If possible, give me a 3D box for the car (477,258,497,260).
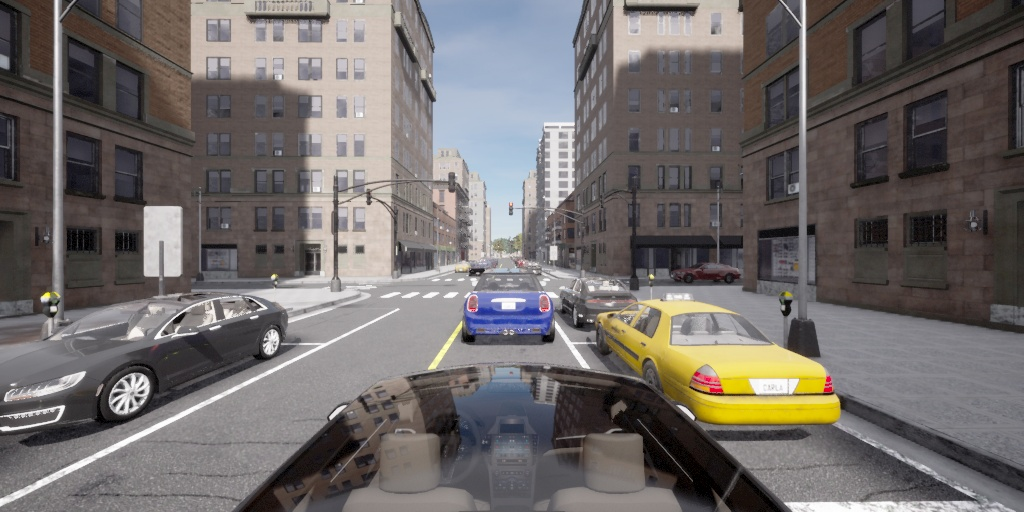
[{"bbox_3d":[-3.383,1.294,46.578,2.033,1.411,5.357,0,0,0],"label":"car"}]

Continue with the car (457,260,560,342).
[{"bbox_3d":[-0.084,1.102,9.905,2.097,1.767,4.553,0,0,0],"label":"car"}]

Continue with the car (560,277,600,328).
[{"bbox_3d":[2.534,1.300,11.150,2.007,1.370,4.403,0,0,-1],"label":"car"}]

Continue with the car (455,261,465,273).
[{"bbox_3d":[-5.887,1.272,43.436,1.751,1.417,4.829,0,0,-1],"label":"car"}]

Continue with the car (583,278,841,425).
[{"bbox_3d":[2.602,1.275,5.914,1.751,1.417,4.829,0,0,-1],"label":"car"}]

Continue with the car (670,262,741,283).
[{"bbox_3d":[13.931,1.186,25.926,4.674,1.442,1.812,0,0,1],"label":"car"}]

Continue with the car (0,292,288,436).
[{"bbox_3d":[-5.429,1.300,5.646,2.007,1.370,4.403,0,0,-1],"label":"car"}]

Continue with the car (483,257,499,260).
[{"bbox_3d":[-3.497,1.308,56.808,1.994,1.385,4.181,0,0,0],"label":"car"}]

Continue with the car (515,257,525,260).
[{"bbox_3d":[1.928,1.183,60.749,1.967,1.591,4.097,0,0,-1],"label":"car"}]
